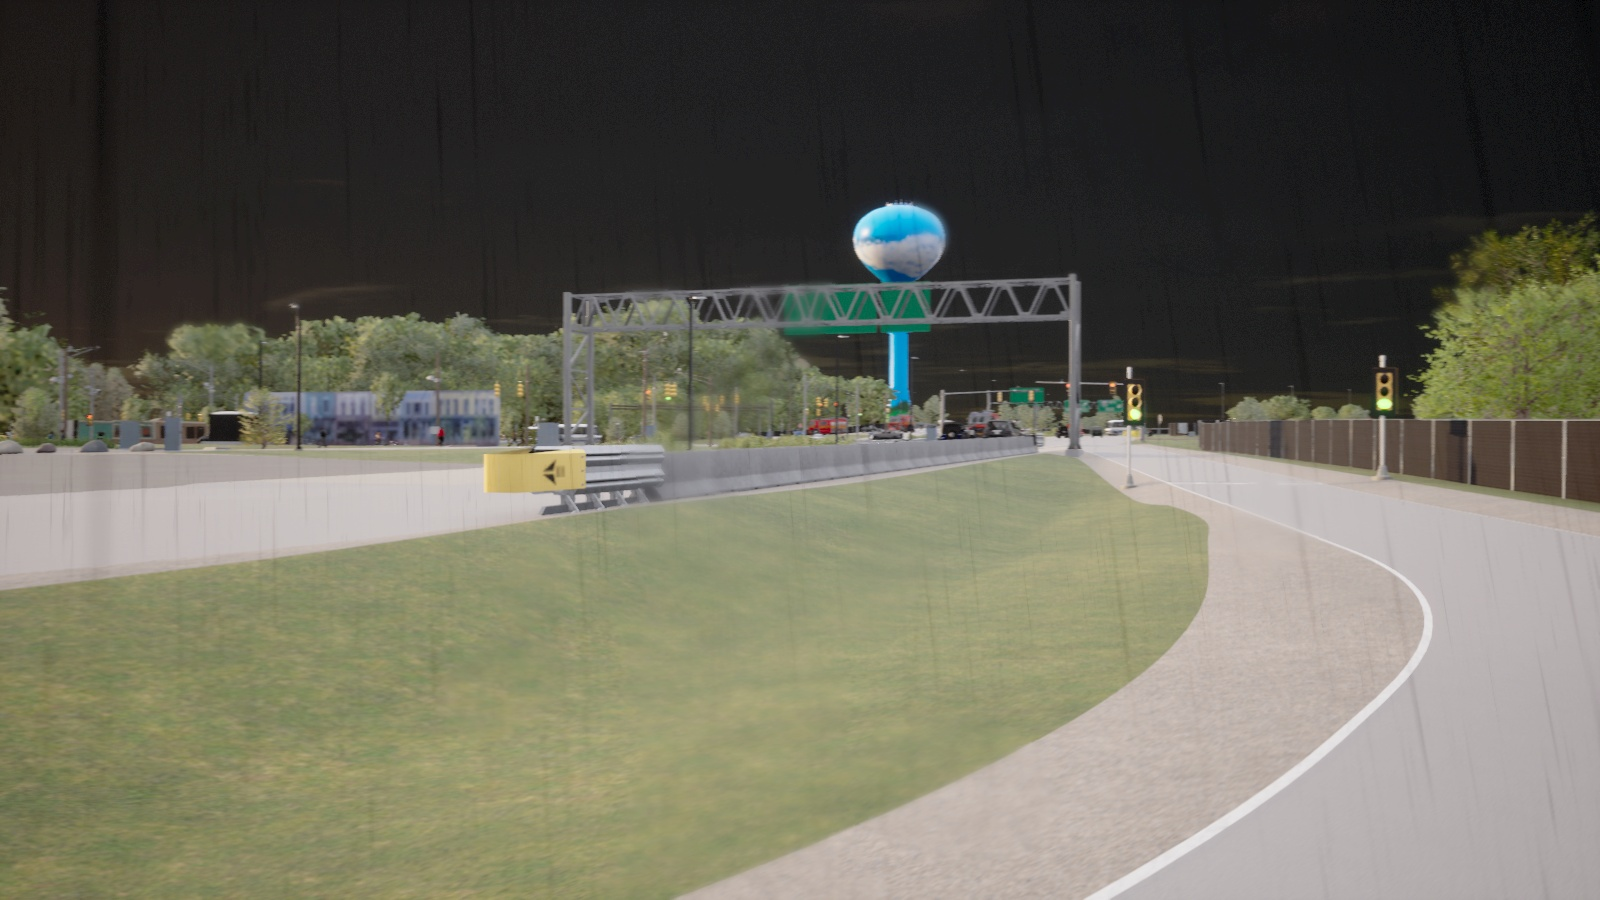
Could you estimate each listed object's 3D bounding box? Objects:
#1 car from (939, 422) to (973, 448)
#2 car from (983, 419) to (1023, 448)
[{"bbox_3d":[11.377,-1.116,91.349,1.905,1.878,3.866,0,1,16],"label":"car"},{"bbox_3d":[14.541,-1.183,89.704,2.150,2.045,5.566,0,1,16],"label":"car"}]
